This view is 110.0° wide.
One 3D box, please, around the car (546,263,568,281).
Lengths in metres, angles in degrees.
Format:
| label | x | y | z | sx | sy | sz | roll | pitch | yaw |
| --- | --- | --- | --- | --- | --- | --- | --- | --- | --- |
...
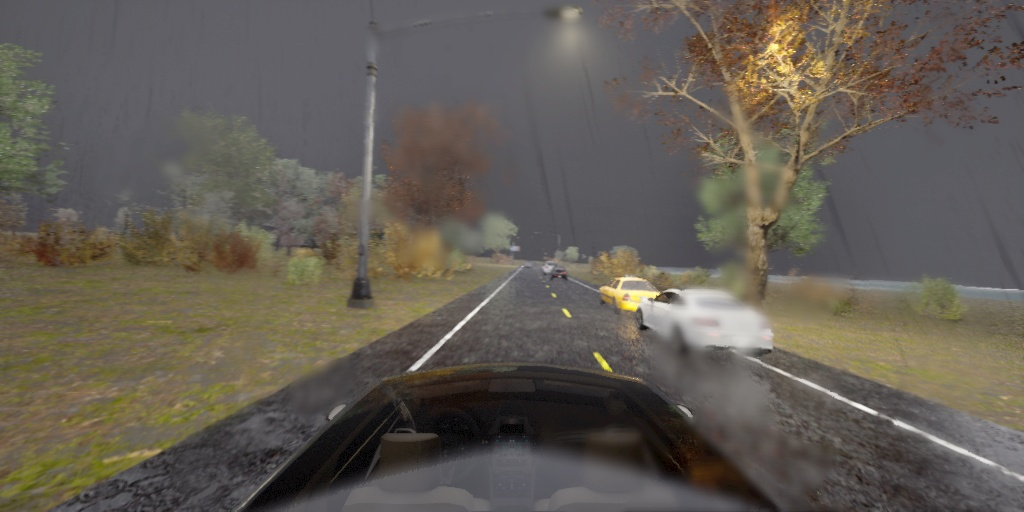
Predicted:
| label | x | y | z | sx | sy | sz | roll | pitch | yaw |
| --- | --- | --- | --- | --- | --- | --- | --- | --- | --- |
| car | 5.196 | 1.931 | 40.237 | 1.837 | 1.490 | 4.892 | 2 | -1 | 3 |

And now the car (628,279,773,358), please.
| label | x | y | z | sx | sy | sz | roll | pitch | yaw |
| --- | --- | --- | --- | --- | --- | --- | --- | --- | --- |
| car | 4.753 | 1.574 | 9.505 | 1.812 | 1.442 | 4.674 | 2 | -1 | 3 |

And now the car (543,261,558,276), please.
| label | x | y | z | sx | sy | sz | roll | pitch | yaw |
| --- | --- | --- | --- | --- | --- | --- | --- | --- | --- |
| car | 5.717 | 1.803 | 51.956 | 2.150 | 2.045 | 5.566 | 2 | -1 | 3 |

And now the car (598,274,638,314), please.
| label | x | y | z | sx | sy | sz | roll | pitch | yaw |
| --- | --- | --- | --- | --- | --- | --- | --- | --- | --- |
| car | 5.047 | 1.589 | 15.688 | 1.801 | 1.575 | 5.366 | 2 | -1 | 3 |
